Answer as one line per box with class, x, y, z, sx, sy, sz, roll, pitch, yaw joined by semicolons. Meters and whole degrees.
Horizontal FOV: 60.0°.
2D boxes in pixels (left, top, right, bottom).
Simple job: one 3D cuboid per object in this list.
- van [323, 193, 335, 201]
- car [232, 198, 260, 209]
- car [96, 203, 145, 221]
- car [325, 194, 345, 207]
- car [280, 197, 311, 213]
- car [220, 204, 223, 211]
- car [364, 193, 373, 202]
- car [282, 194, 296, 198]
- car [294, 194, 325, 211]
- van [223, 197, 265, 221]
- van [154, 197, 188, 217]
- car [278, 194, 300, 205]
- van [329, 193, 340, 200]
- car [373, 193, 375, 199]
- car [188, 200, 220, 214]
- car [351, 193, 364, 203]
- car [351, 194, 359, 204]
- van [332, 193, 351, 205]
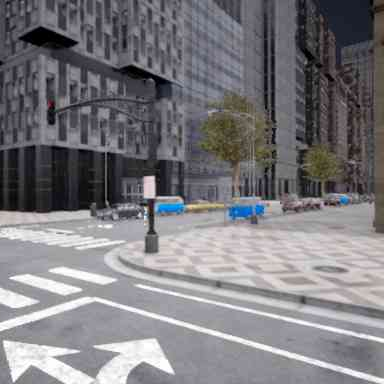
van;33.778;1.255;81.855;1.690;1.788;3.998;0;0;36
car;7.412;1.534;45.453;2.008;1.369;4.403;0;0;36
car;-5.771;1.577;27.253;2.008;1.369;4.403;0;0;36
car;20.910;1.472;49.556;1.887;1.381;4.507;0;0;36
car;11.022;1.539;35.905;1.802;1.307;4.206;0;0;36
car;4.017;1.519;40.766;1.752;1.417;4.829;0;0;36
car;37.390;1.325;72.309;1.967;1.590;4.097;0;0;36
car;15.685;1.501;52.168;2.033;1.411;5.357;0;0;36
car;14.318;1.387;40.455;1.967;1.590;4.097;0;0;36
van;4.430;1.320;26.804;1.690;1.788;3.998;0;0;36
van;-2.475;1.356;31.803;1.690;1.788;3.998;0;0;36
car;17.299;1.270;59.104;2.192;1.841;5.009;0;0;36
van;37.073;1.248;86.405;1.690;1.788;3.998;0;0;36
car;40.786;1.403;76.997;1.752;1.417;4.829;0;0;36
car;0.721;1.530;36.215;1.752;1.417;4.829;0;0;36
car;30.798;1.452;63.208;2.008;1.369;4.403;0;0;36
car;27.502;1.461;58.657;2.008;1.369;4.403;0;0;36
van;24.205;1.260;54.107;1.690;1.788;3.998;0;0;36
